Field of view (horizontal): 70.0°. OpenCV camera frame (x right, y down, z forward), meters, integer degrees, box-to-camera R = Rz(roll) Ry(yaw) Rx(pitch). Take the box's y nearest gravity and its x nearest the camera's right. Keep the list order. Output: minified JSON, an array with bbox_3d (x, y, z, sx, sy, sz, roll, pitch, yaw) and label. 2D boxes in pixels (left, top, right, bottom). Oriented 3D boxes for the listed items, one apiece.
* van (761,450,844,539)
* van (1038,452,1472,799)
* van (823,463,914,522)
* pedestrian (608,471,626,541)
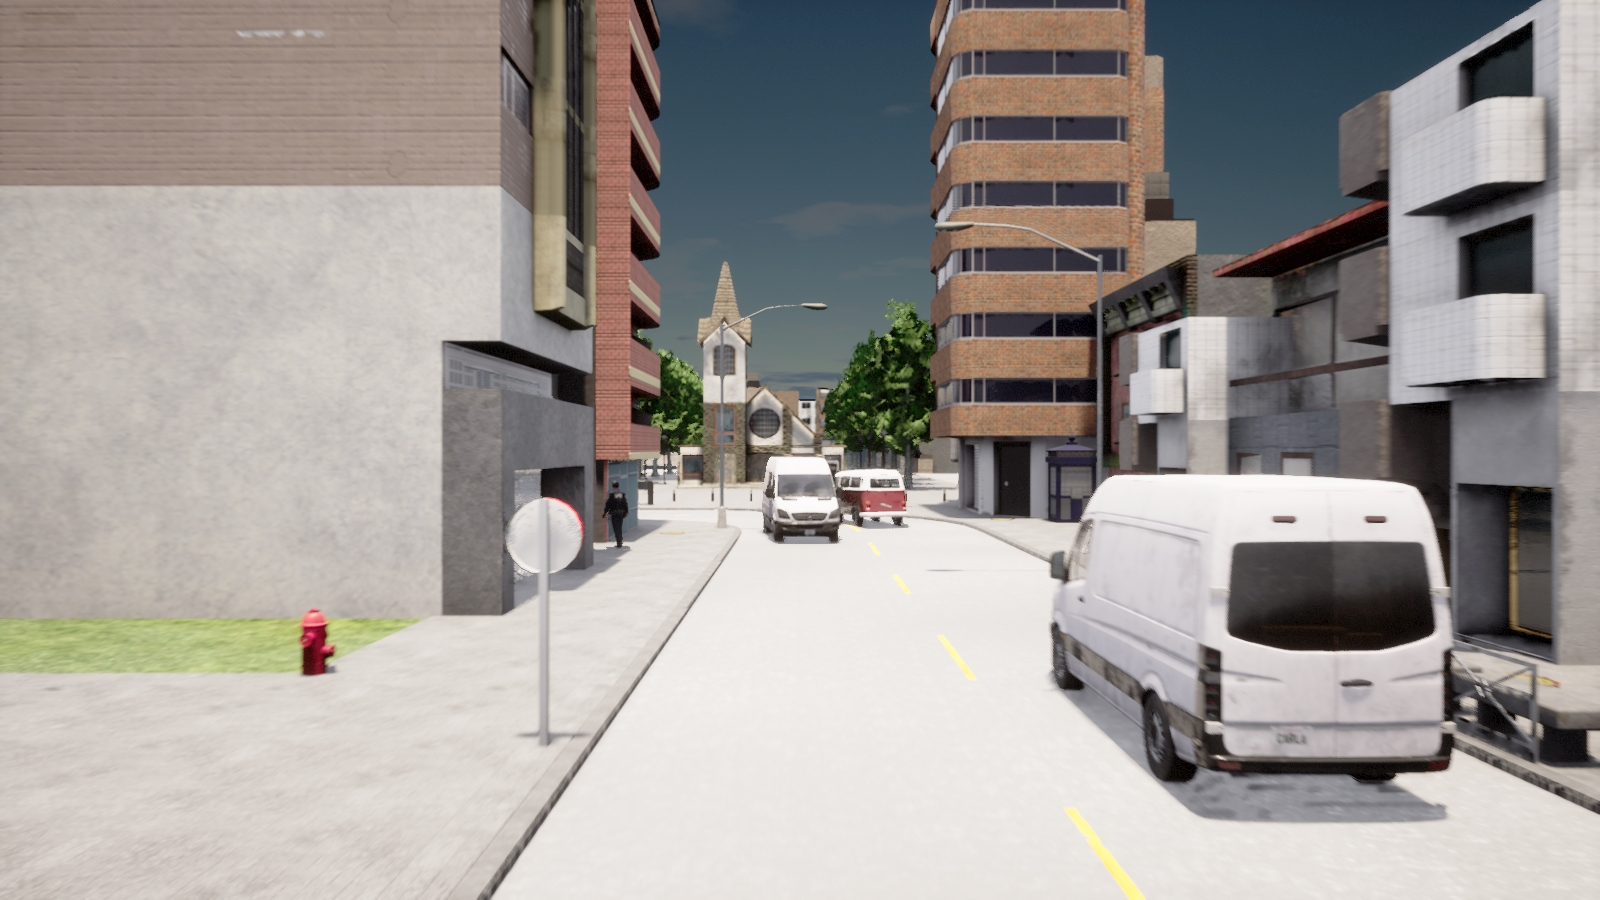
[{"bbox_3d":[-0.013,1.288,36.039,1.988,2.561,5.915,0,0,-6],"label":"van"},{"bbox_3d":[3.993,1.305,11.436,1.988,2.561,5.915,0,0,0],"label":"van"},{"bbox_3d":[2.488,1.529,42.731,2.069,2.038,4.480,0,-1,-15],"label":"van"},{"bbox_3d":[-4.908,1.501,30.652,0.375,1.860,0.375,0,0,-29],"label":"pedestrian"}]
